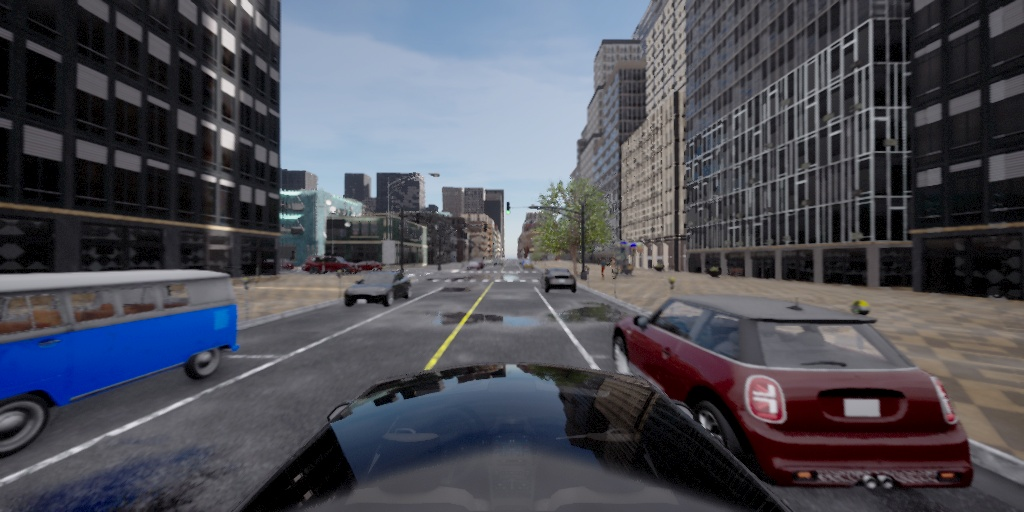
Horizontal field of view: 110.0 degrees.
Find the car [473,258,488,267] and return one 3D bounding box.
[{"bbox_3d":[-5.704,1.220,59.341,2.192,1.841,5.009,0,0,0],"label":"car"}]

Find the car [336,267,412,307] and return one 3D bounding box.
[{"bbox_3d":[-5.694,1.354,15.775,1.948,1.339,4.313,0,0,0],"label":"car"}]

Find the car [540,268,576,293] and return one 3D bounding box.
[{"bbox_3d":[2.685,1.369,21.316,1.948,1.339,4.313,0,0,0],"label":"car"}]

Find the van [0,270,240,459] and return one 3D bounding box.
[{"bbox_3d":[-5.691,1.099,4.696,1.690,1.789,3.998,0,0,0],"label":"van"}]

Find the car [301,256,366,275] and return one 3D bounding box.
[{"bbox_3d":[-17.167,0.937,34.400,5.009,1.841,2.192,0,0,-1],"label":"car"}]

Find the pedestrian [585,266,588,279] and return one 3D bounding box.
[{"bbox_3d":[6.128,1.347,29.489,0.500,1.100,0.500,0,0,0],"label":"pedestrian"}]

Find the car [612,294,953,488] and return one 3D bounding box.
[{"bbox_3d":[2.689,1.198,4.698,1.967,1.591,4.097,0,0,0],"label":"car"}]

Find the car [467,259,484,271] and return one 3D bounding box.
[{"bbox_3d":[-5.703,1.473,53.790,1.802,1.307,4.207,0,0,0],"label":"car"}]

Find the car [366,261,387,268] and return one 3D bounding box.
[{"bbox_3d":[-17.287,1.230,42.779,4.507,1.381,1.888,0,0,-1],"label":"car"}]

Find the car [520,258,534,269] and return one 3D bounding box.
[{"bbox_3d":[2.676,1.431,59.515,1.751,1.417,4.829,0,0,0],"label":"car"}]

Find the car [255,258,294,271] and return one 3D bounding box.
[{"bbox_3d":[-28.380,0.987,42.621,4.097,1.591,1.967,0,0,-1],"label":"car"}]

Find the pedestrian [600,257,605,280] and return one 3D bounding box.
[{"bbox_3d":[7.129,0.972,28.292,0.375,1.860,0.375,0,0,0],"label":"pedestrian"}]

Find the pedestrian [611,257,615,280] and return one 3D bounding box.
[{"bbox_3d":[8.128,0.991,28.892,0.375,1.860,0.375,0,0,0],"label":"pedestrian"}]
